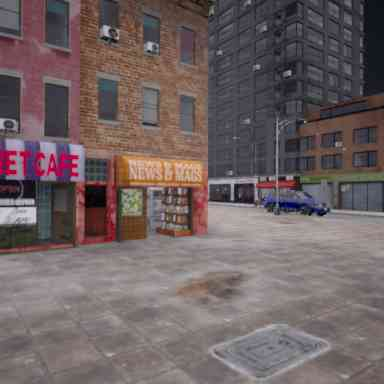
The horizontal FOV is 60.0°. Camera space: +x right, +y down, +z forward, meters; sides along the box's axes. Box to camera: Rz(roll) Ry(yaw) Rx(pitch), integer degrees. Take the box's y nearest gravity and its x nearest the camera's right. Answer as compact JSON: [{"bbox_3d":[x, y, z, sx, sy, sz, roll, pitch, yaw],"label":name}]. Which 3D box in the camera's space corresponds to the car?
[{"bbox_3d":[8.507,0.904,27.396,2.150,2.045,5.566,1,1,-35],"label":"car"}]
